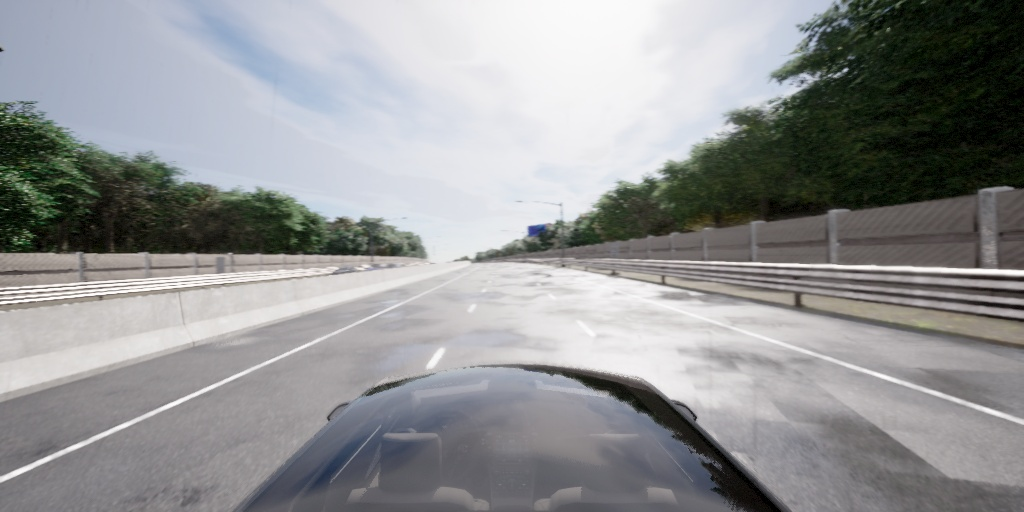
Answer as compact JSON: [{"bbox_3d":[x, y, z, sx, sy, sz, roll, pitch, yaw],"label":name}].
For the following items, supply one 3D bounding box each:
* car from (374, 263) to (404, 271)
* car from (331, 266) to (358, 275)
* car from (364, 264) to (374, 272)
[{"bbox_3d":[-14.526,1.690,43.534,2.097,1.767,4.553,-2,0,-2],"label":"car"},{"bbox_3d":[-21.598,2.120,46.469,1.837,1.490,4.892,-2,0,-2],"label":"car"},{"bbox_3d":[-18.175,1.841,48.266,2.097,1.767,4.553,-2,0,-2],"label":"car"}]
